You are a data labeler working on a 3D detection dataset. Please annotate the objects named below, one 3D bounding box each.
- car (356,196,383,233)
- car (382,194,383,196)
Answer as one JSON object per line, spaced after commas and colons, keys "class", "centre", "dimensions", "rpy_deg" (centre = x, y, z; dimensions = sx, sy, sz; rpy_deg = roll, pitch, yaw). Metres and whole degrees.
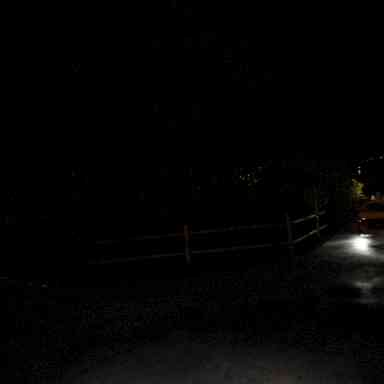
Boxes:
{"class": "car", "centre": [9.716, 1.178, 17.205], "dimensions": [1.882, 1.535, 5.008], "rpy_deg": [-4, -1, 31]}
{"class": "car", "centre": [32.322, 0.953, 54.937], "dimensions": [1.812, 1.442, 4.674], "rpy_deg": [-4, -2, 31]}
